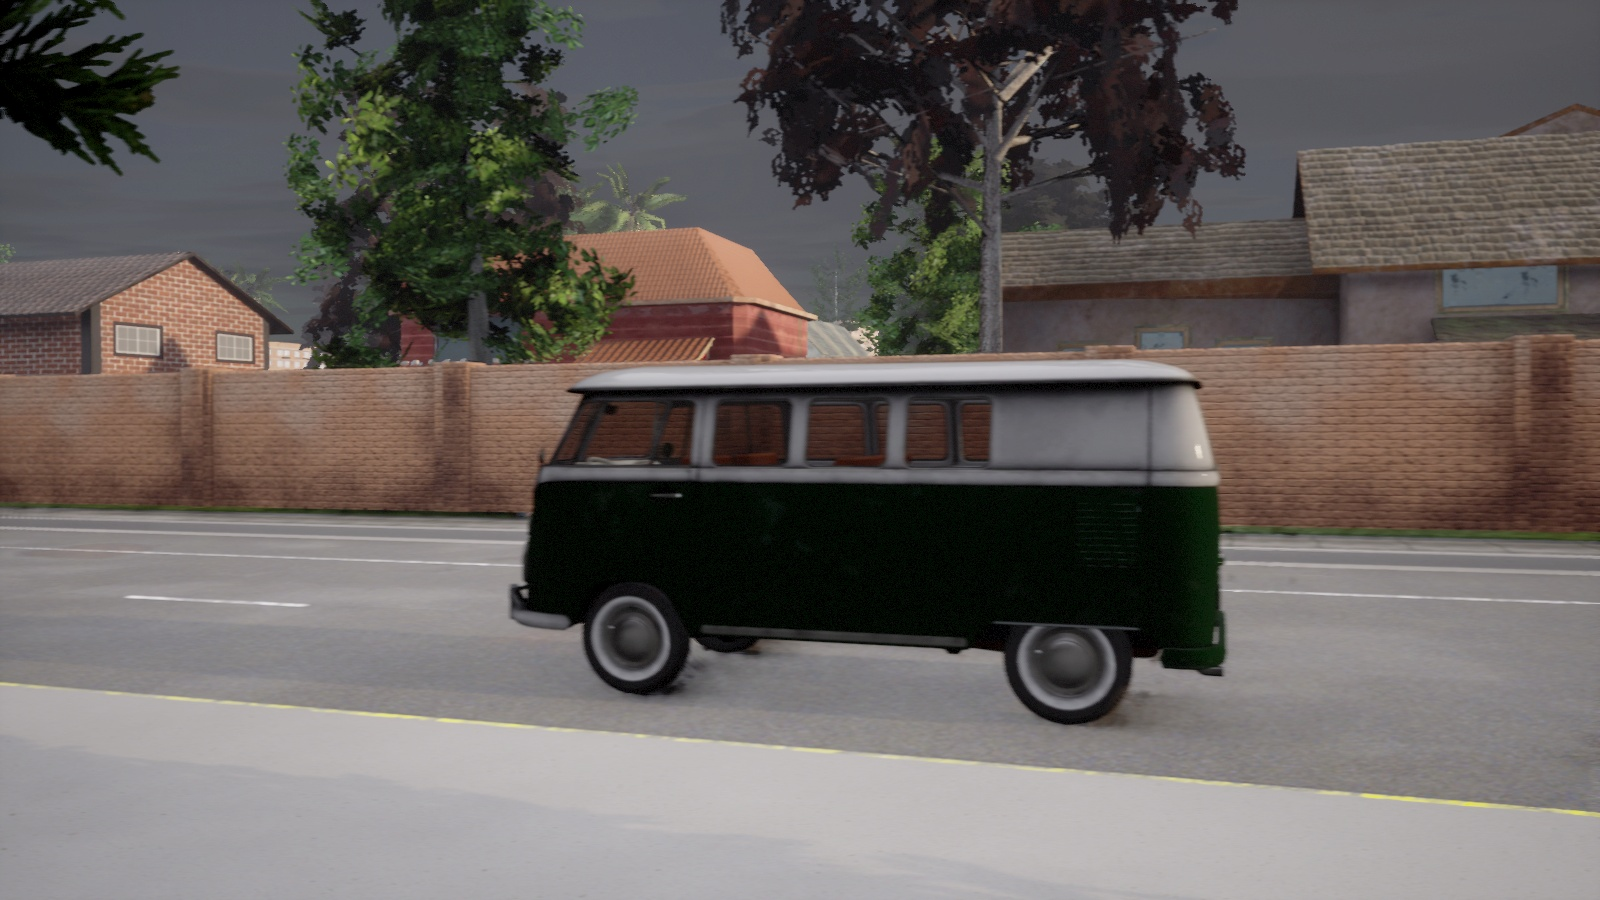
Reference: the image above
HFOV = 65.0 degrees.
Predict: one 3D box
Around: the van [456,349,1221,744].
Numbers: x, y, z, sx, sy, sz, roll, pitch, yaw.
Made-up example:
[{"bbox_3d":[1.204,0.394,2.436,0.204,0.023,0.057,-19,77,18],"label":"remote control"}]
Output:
[{"bbox_3d":[0.276,0.455,7.844,4.442,1.987,1.775,1,1,19],"label":"van"}]
